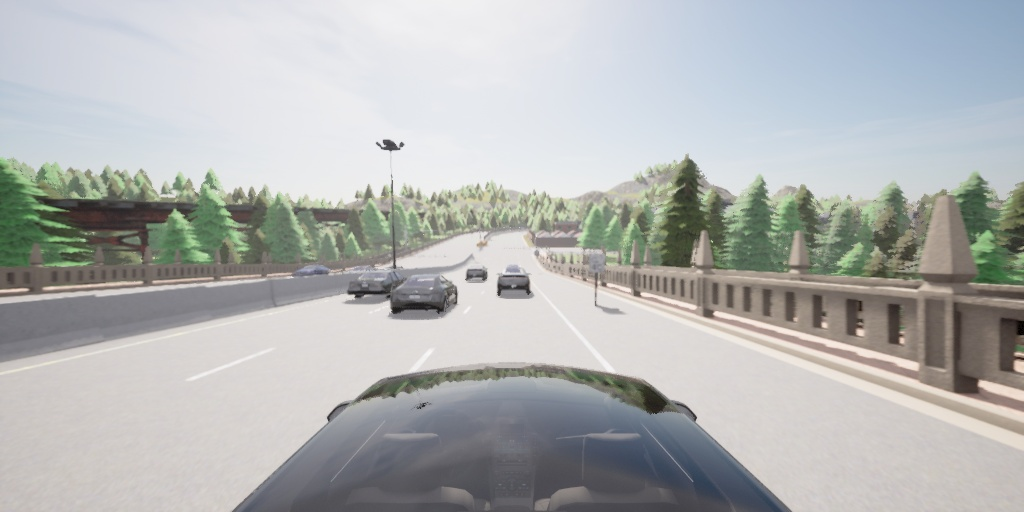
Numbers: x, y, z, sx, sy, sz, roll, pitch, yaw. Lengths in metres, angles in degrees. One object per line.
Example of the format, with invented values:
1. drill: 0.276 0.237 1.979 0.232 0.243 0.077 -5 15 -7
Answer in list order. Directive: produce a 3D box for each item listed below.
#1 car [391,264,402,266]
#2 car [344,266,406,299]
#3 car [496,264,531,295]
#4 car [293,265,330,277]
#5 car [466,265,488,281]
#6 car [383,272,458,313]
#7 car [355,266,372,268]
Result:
1. car: -17.494 1.893 53.716 1.895 1.301 4.718 0 -1 0
2. car: -6.899 1.463 19.313 2.033 1.411 5.357 0 -1 0
3. car: 0.101 1.431 21.573 2.128 1.511 4.902 0 -1 0
4. car: -21.041 1.645 37.980 1.812 1.442 4.674 0 -1 1
5. car: -3.399 1.581 35.220 2.128 1.511 4.902 0 -1 0
6. car: -3.399 1.426 14.538 1.994 1.385 4.181 0 -1 0
7. car: -14.023 1.619 33.565 2.033 1.411 5.357 0 -1 1
